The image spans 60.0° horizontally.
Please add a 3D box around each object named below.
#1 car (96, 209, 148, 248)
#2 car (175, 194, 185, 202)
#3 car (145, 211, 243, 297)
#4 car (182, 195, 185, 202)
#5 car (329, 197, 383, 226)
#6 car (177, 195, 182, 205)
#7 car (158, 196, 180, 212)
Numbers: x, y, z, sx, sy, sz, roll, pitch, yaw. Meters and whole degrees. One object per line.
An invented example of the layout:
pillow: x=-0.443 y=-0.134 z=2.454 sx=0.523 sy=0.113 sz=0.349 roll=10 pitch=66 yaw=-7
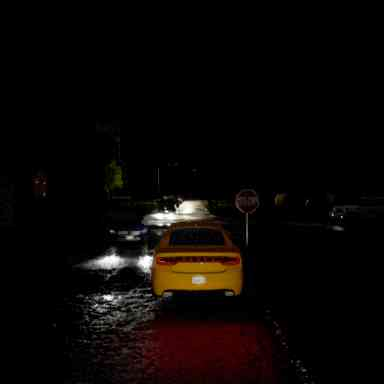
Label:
car: x=-3.285 y=1.530 z=15.167 sx=1.812 sy=1.442 sz=4.674 roll=1 pitch=0 yaw=-22
car: x=-2.643 y=1.323 z=73.191 sx=1.882 sy=1.535 sz=5.008 roll=0 pitch=0 yaw=0
car: x=0.078 y=1.479 z=8.625 sx=1.882 sy=1.535 sz=5.008 roll=0 pitch=0 yaw=-1
car: x=-2.714 y=1.522 z=58.429 sx=1.812 sy=1.442 sz=4.674 roll=0 pitch=0 yaw=0
car: x=13.138 y=1.379 z=24.608 sx=5.566 sy=2.045 sz=2.150 roll=1 pitch=-1 yaw=-2
car: x=-2.760 y=1.524 z=48.034 sx=1.812 sy=1.442 sz=4.674 roll=0 pitch=0 yaw=0
car: x=-2.809 y=1.491 z=38.142 sx=2.128 sy=1.511 sz=4.902 roll=0 pitch=0 yaw=1
